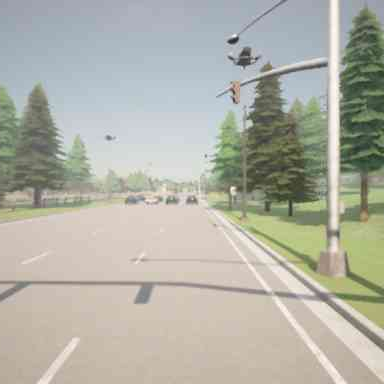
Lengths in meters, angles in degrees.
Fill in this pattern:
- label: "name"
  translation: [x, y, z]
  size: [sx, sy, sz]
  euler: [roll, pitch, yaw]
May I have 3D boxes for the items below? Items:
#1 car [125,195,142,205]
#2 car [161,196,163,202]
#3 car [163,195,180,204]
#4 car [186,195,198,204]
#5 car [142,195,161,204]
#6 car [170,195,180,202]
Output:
- label: "car"
  translation: [-10.506, 1.401, 58.066]
  size: [1.837, 1.490, 4.892]
  euler: [0, 0, 0]
- label: "car"
  translation: [-7.007, 1.316, 68.487]
  size: [1.994, 1.385, 4.181]
  euler: [0, 0, 0]
- label: "car"
  translation: [-3.506, 1.247, 58.453]
  size: [2.097, 1.767, 4.553]
  euler: [0, 0, 0]
- label: "car"
  translation: [-0.006, 1.247, 58.421]
  size: [2.097, 1.767, 4.553]
  euler: [0, 0, 0]
- label: "car"
  translation: [-7.006, 1.496, 58.514]
  size: [1.895, 1.301, 4.718]
  euler: [0, 0, 0]
- label: "car"
  translation: [-3.507, 1.347, 68.487]
  size: [1.812, 1.442, 4.674]
  euler: [0, 0, 0]
